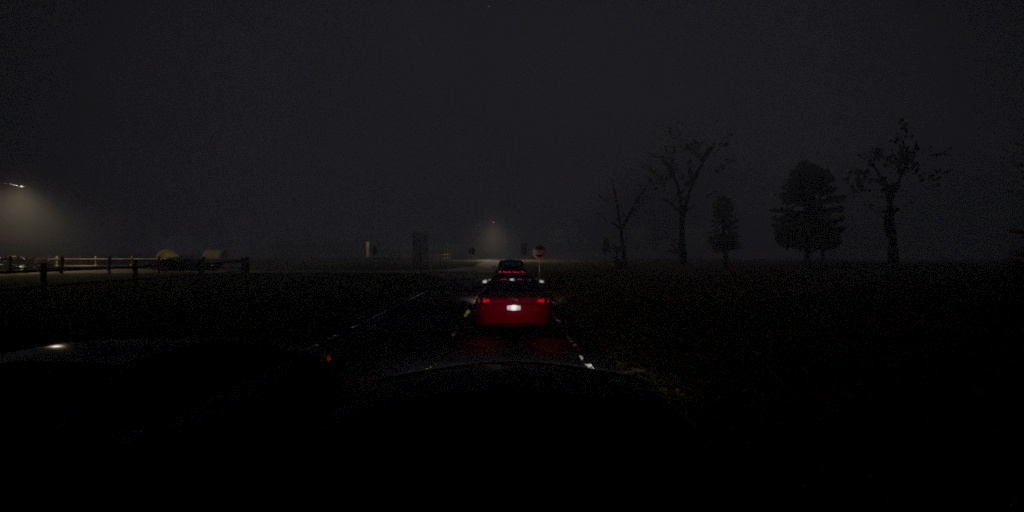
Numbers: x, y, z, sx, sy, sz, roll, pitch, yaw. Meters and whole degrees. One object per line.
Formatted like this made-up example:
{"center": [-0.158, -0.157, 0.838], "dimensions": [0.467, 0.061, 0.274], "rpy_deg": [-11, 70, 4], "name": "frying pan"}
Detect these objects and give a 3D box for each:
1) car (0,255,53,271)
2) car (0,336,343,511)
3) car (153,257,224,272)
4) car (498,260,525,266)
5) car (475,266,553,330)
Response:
{"center": [-47.262, 0.703, 34.311], "dimensions": [4.892, 1.490, 1.837], "rpy_deg": [0, 0, -5], "name": "car"}
{"center": [-2.849, 1.305, 2.254], "dimensions": [1.994, 1.385, 4.181], "rpy_deg": [0, 1, 0], "name": "car"}
{"center": [-29.354, 0.751, 32.587], "dimensions": [5.357, 1.411, 2.033], "rpy_deg": [0, 0, -3], "name": "car"}
{"center": [-0.068, 0.953, 20.508], "dimensions": [1.837, 1.490, 4.892], "rpy_deg": [0, 1, -2], "name": "car"}
{"center": [0.039, 1.172, 10.510], "dimensions": [1.994, 1.385, 4.181], "rpy_deg": [0, 1, 0], "name": "car"}
